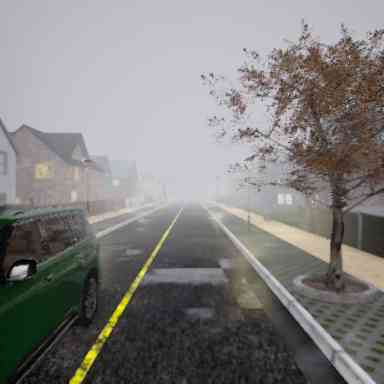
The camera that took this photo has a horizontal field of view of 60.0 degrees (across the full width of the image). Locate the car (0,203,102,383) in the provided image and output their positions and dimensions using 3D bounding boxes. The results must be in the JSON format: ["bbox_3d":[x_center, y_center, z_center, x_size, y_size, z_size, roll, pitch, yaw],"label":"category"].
[{"bbox_3d":[-2.750,1.218,4.073,2.150,2.045,5.566,0,0,0],"label":"car"}]
